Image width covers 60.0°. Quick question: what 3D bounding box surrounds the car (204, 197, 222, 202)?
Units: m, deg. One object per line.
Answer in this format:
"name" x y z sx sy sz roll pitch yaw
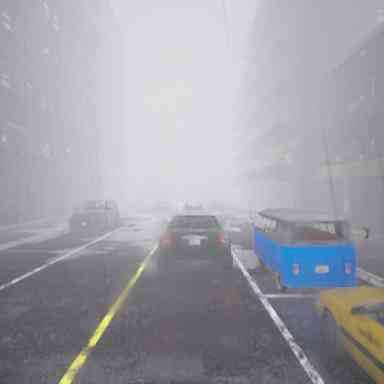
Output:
"car" 2.677 1.636 37.133 2.008 1.369 4.403 -1 0 0

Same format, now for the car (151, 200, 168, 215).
"car" -3.101 1.605 34.737 1.812 1.442 4.674 0 0 0

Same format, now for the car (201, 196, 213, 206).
"car" 2.674 1.587 59.873 1.967 1.590 4.097 -1 0 0

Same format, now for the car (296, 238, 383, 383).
"car" 2.678 1.532 3.196 1.752 1.417 4.829 -1 0 0

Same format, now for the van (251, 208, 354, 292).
"van" 2.675 1.360 8.711 1.690 1.788 3.998 -1 0 0

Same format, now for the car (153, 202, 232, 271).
"car" 0.084 1.377 11.155 2.097 1.767 4.553 0 0 0

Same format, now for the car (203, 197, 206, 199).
"car" 2.676 1.660 48.503 1.887 1.381 4.507 -1 0 0

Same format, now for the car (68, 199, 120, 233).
"car" -5.706 1.359 20.084 2.192 1.841 5.009 -1 0 0

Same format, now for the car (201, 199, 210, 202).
"car" 0.084 1.551 26.653 2.128 1.511 4.902 0 0 0
